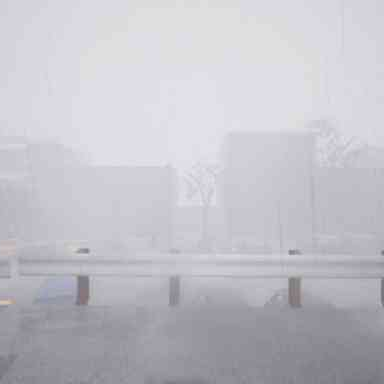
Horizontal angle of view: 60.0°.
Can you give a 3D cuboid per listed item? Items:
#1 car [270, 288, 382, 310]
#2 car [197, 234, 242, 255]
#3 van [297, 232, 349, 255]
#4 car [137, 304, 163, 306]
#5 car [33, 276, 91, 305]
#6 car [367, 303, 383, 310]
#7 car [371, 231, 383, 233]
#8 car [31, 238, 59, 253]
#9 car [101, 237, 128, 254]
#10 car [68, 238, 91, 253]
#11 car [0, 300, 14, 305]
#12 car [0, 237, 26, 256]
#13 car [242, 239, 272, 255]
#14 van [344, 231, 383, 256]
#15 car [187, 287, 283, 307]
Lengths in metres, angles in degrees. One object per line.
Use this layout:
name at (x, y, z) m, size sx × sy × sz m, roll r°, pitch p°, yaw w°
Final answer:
car at (4.386, 4.680, 11.846) m, size 2.185 × 1.767 × 4.553 m, roll 0°, pitch 1°, yaw -19°
car at (2.059, 4.652, 28.807) m, size 2.185 × 1.767 × 4.553 m, roll 1°, pitch -1°, yaw -19°
van at (10.902, 4.580, 28.811) m, size 1.878 × 1.987 × 4.442 m, roll 0°, pitch -1°, yaw -19°
car at (-1.667, 4.816, 11.894) m, size 2.163 × 1.488 × 4.792 m, roll 0°, pitch 1°, yaw -19°
car at (-4.668, 4.526, 11.860) m, size 2.435 × 2.045 × 5.566 m, roll 0°, pitch 1°, yaw -20°
car at (7.406, 4.817, 11.776) m, size 2.231 × 1.521 × 4.892 m, roll 0°, pitch 1°, yaw -20°
car at (16.878, 4.571, 28.626) m, size 2.435 × 2.045 × 5.566 m, roll 1°, pitch -1°, yaw -19°
car at (-12.722, 4.729, 28.908) m, size 2.097 × 1.535 × 5.008 m, roll 0°, pitch -1°, yaw -20°
car at (-6.792, 4.778, 28.831) m, size 2.163 × 1.488 × 4.792 m, roll 1°, pitch -1°, yaw -20°
car at (-9.837, 4.738, 29.052) m, size 1.946 × 1.575 × 5.366 m, roll 0°, pitch -1°, yaw -19°
car at (-7.767, 4.761, 12.091) m, size 1.946 × 1.575 × 5.366 m, roll 0°, pitch 1°, yaw -20°
car at (-15.754, 4.718, 29.105) m, size 1.946 × 1.575 × 5.366 m, roll 0°, pitch -1°, yaw -19°
car at (5.033, 4.788, 28.750) m, size 2.231 × 1.521 × 4.892 m, roll 0°, pitch -1°, yaw -20°
van at (13.861, 4.589, 28.784) m, size 1.878 × 1.987 × 4.442 m, roll 0°, pitch -1°, yaw -19°
car at (1.357, 4.670, 11.864) m, size 2.185 × 1.767 × 4.553 m, roll 0°, pitch 1°, yaw -20°
